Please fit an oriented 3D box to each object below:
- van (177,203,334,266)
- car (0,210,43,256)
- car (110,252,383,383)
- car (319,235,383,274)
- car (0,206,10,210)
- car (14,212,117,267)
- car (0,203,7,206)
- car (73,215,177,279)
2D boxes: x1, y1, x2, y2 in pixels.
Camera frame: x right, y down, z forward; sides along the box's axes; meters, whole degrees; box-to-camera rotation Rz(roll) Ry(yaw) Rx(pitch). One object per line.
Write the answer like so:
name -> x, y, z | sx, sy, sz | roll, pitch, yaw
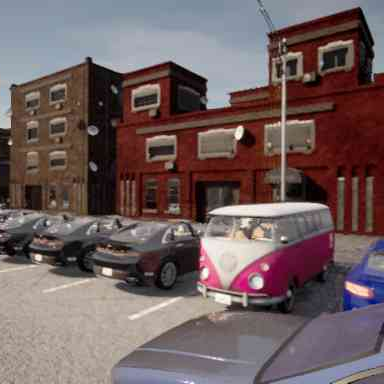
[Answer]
van -> 1.818, 1.255, 7.516 | 1.878, 1.987, 4.442 | 0, 0, 36
car -> -4.949, 1.490, 12.484 | 2.231, 1.521, 4.892 | 0, 0, 36
car -> 1.811, 1.547, 2.089 | 5.357, 1.411, 2.033 | 0, 0, 36
car -> 4.028, 1.520, 6.080 | 2.002, 1.452, 4.674 | 0, 0, 36
car -> -7.193, 1.495, 14.086 | 2.231, 1.521, 4.892 | 0, 0, 36
car -> -2.705, 1.486, 10.882 | 2.231, 1.521, 4.892 | 0, 0, 36
car -> -9.451, 1.374, 15.668 | 2.185, 1.767, 4.553 | 0, 0, 36
car -> -0.462, 1.483, 9.281 | 2.231, 1.521, 4.892 | 0, 0, 36
